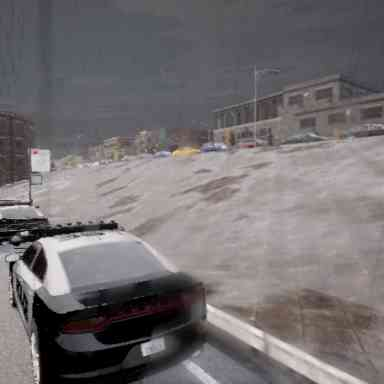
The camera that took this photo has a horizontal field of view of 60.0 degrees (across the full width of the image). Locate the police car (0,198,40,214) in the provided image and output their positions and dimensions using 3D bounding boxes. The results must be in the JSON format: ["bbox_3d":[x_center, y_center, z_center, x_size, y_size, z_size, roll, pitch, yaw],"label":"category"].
[{"bbox_3d":[-7.291,1.229,13.825,1.930,1.638,5.238,-2,2,-33],"label":"police car"}]

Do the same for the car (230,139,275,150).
[{"bbox_3d":[6.532,-4.618,33.397,2.163,1.488,4.792,-3,3,-39],"label":"car"}]

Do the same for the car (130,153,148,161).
[{"bbox_3d":[-7.088,-5.179,51.099,2.231,1.521,4.892,-3,3,-35],"label":"car"}]

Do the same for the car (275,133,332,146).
[{"bbox_3d":[10.122,-4.487,29.207,2.002,1.452,4.674,-3,3,-41],"label":"car"}]

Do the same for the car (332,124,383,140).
[{"bbox_3d":[13.735,-4.409,25.165,2.231,1.521,4.892,-3,3,-42],"label":"car"}]

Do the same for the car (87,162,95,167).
[{"bbox_3d":[-19.531,-5.580,69.183,2.002,1.452,4.674,-3,3,-34],"label":"car"}]

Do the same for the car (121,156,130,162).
[{"bbox_3d":[-10.222,-5.299,55.641,2.231,1.521,4.892,-3,3,-34],"label":"car"}]

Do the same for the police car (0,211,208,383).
[{"bbox_3d":[-1.807,1.309,5.458,1.930,1.638,5.238,-2,2,-33],"label":"police car"}]

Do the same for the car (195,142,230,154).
[{"bbox_3d":[2.887,-4.904,37.810,2.185,1.767,4.553,-3,3,-38],"label":"car"}]

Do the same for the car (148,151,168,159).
[{"bbox_3d":[-3.852,-5.004,46.595,2.002,1.452,4.674,-3,3,-36],"label":"car"}]

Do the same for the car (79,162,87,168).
[{"bbox_3d":[-22.749,-5.856,73.853,2.185,1.767,4.553,-3,3,-34],"label":"car"}]

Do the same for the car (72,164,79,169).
[{"bbox_3d":[-25.876,-5.958,78.402,2.185,1.767,4.553,-3,3,-34],"label":"car"}]

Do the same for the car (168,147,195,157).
[{"bbox_3d":[-0.521,-4.909,42.159,2.097,1.535,5.008,-3,3,-37],"label":"car"}]

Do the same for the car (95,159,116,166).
[{"bbox_3d":[-16.422,-5.640,64.651,2.185,1.767,4.553,-3,3,-34],"label":"car"}]

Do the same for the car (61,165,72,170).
[{"bbox_3d":[-32.115,-6.025,87.483,2.231,1.521,4.892,-3,2,-34],"label":"car"}]
